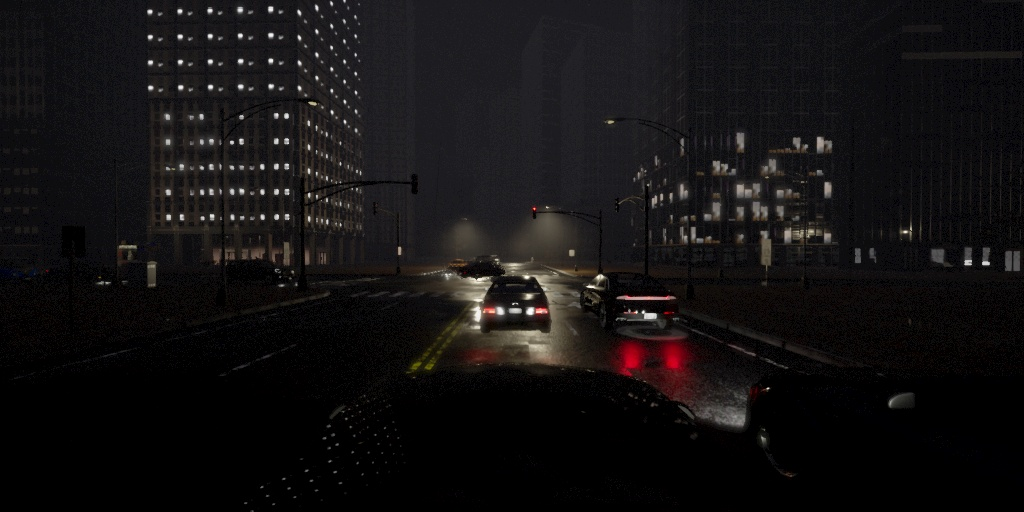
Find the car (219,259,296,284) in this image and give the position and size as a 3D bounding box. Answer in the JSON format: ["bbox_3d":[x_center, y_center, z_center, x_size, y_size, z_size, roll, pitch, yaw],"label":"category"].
[{"bbox_3d":[-18.185,1.024,25.819,4.553,1.767,2.097,0,0,1],"label":"car"}]

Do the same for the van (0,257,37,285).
[{"bbox_3d":[-33.909,0.960,23.625,3.998,1.789,1.690,0,0,1],"label":"van"}]

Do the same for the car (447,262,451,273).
[{"bbox_3d":[-6.548,1.193,43.206,1.882,1.535,5.008,0,0,0],"label":"car"}]

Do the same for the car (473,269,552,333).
[{"bbox_3d":[0.109,1.294,10.672,2.033,1.411,5.357,0,0,1],"label":"car"}]

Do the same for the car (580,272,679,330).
[{"bbox_3d":[3.356,1.238,11.085,2.128,1.511,4.902,0,0,0],"label":"car"}]

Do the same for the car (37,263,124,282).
[{"bbox_3d":[-31.113,1.174,26.138,4.181,1.385,1.994,0,0,2],"label":"car"}]

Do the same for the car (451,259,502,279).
[{"bbox_3d":[-2.608,1.235,30.788,1.812,1.442,4.674,1,1,43],"label":"car"}]

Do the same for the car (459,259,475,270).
[{"bbox_3d":[-6.535,1.223,52.618,1.812,1.442,4.674,0,0,0],"label":"car"}]

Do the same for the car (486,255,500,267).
[{"bbox_3d":[-3.265,0.896,63.064,2.150,2.045,5.566,0,0,0],"label":"car"}]

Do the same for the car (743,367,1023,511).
[{"bbox_3d":[3.354,1.314,1.928,1.994,1.385,4.181,0,0,0],"label":"car"}]

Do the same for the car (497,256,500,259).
[{"bbox_3d":[-3.286,1.049,52.836,2.097,1.767,4.553,0,0,0],"label":"car"}]

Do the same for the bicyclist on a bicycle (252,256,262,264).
[{"bbox_3d":[-24.665,0.868,34.704,0.582,1.620,1.656,0,1,1],"label":"bicyclist on a bicycle"}]

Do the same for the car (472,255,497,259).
[{"bbox_3d":[-3.299,0.938,42.882,2.150,2.045,5.566,0,0,0],"label":"car"}]
